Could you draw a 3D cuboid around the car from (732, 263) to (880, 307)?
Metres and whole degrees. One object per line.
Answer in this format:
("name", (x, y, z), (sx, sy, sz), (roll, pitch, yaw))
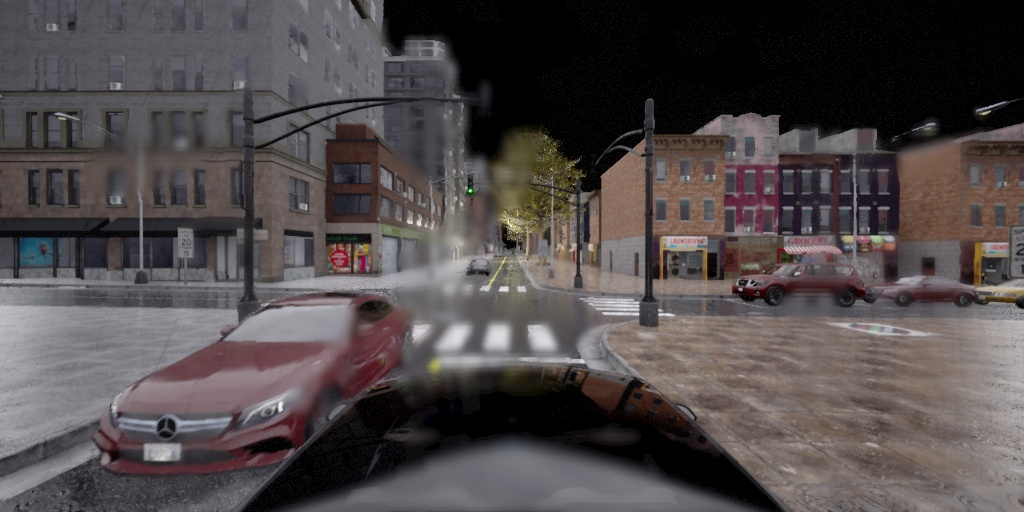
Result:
("car", (12.666, 1.204, 15.955), (5.009, 1.841, 2.192), (0, 0, 0))

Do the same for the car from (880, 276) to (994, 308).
("car", (18.068, 1.548, 15.977), (4.207, 1.307, 1.802), (0, 0, 0))

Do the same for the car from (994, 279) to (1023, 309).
("car", (23.301, 1.568, 15.999), (4.829, 1.417, 1.751), (0, 0, 0))

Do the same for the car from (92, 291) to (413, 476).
("car", (-2.755, 1.283, 5.150), (1.812, 1.442, 4.674), (0, 0, 0))

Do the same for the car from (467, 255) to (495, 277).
("car", (-2.825, 0.986, 31.495), (1.882, 1.535, 5.008), (0, 2, 0))
